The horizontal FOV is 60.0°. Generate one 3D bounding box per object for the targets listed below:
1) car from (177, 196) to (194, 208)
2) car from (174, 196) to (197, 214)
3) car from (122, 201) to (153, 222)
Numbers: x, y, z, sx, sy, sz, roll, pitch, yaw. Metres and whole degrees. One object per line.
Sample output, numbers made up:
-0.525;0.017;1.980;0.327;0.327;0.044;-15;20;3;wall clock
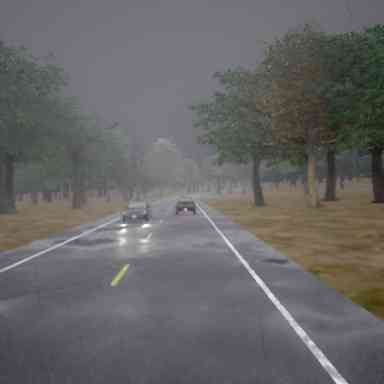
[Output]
-0.856;1.223;43.079;2.033;1.411;5.357;-1;0;-1;car
-0.591;1.246;31.038;1.837;1.490;4.892;-1;0;-1;car
-3.998;1.405;25.015;1.812;1.442;4.674;-1;0;-1;car
